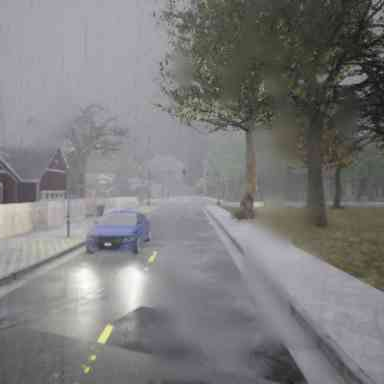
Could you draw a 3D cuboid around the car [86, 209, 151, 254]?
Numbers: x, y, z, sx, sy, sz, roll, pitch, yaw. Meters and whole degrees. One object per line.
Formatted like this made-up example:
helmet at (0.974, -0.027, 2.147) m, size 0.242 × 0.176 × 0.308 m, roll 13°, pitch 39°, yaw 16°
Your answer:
car at (-2.843, 1.508, 13.765) m, size 1.882 × 1.535 × 5.008 m, roll 0°, pitch 0°, yaw 0°
